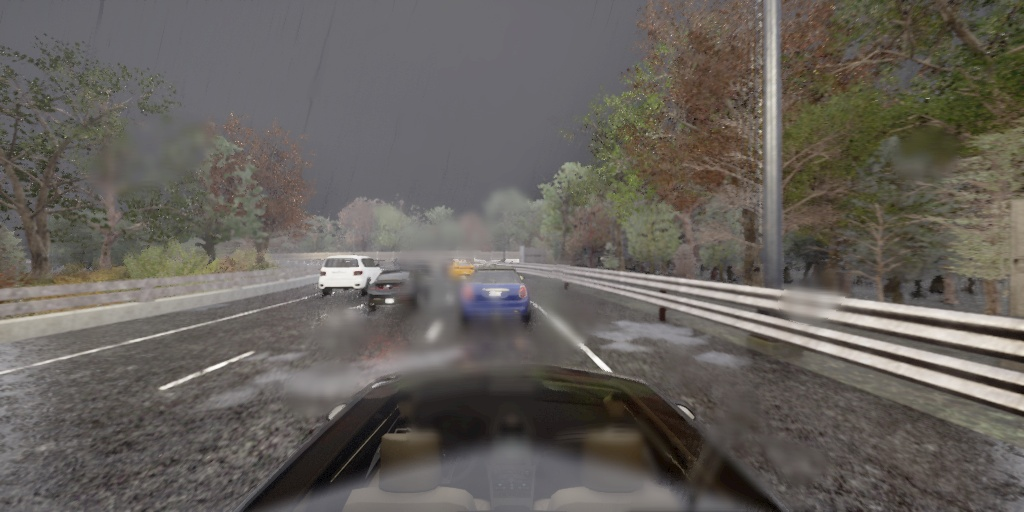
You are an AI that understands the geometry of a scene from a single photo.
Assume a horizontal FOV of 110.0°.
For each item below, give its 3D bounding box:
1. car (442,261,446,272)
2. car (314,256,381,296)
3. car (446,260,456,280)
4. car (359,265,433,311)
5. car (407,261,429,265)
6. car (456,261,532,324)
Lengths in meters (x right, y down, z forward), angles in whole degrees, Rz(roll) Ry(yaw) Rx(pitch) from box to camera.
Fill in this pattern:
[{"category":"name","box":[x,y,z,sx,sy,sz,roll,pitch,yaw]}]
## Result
[{"category":"car","box":[-8.068,1.297,46.837,1.812,1.442,4.674,0,0,-13]},{"category":"car","box":[-8.663,1.000,19.749,2.150,2.045,5.566,0,0,-9]},{"category":"car","box":[-4.428,1.238,31.867,1.882,1.535,5.008,0,0,-16]},{"category":"car","box":[-4.414,1.269,14.537,1.837,1.490,4.892,0,0,-7]},{"category":"car","box":[-9.058,1.282,35.301,1.837,1.490,4.892,0,0,-18]},{"category":"car","box":[-0.640,1.102,12.229,2.097,1.767,4.553,0,0,-5]}]
